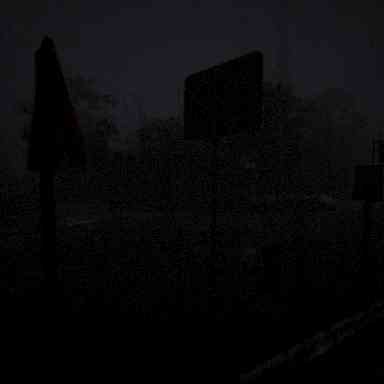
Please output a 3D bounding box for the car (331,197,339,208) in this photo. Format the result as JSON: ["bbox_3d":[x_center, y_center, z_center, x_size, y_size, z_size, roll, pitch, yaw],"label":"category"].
[{"bbox_3d":[13.105,0.955,35.320,2.002,1.452,4.674,0,2,-40],"label":"car"}]

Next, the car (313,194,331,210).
[{"bbox_3d":[10.697,0.918,33.291,2.097,1.535,5.008,0,2,-40],"label":"car"}]

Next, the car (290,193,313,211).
[{"bbox_3d":[8.206,0.923,31.168,2.231,1.521,4.892,0,2,-40],"label":"car"}]

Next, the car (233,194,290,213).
[{"bbox_3d":[5.703,0.966,29.055,2.002,1.452,4.674,0,2,-40],"label":"car"}]
